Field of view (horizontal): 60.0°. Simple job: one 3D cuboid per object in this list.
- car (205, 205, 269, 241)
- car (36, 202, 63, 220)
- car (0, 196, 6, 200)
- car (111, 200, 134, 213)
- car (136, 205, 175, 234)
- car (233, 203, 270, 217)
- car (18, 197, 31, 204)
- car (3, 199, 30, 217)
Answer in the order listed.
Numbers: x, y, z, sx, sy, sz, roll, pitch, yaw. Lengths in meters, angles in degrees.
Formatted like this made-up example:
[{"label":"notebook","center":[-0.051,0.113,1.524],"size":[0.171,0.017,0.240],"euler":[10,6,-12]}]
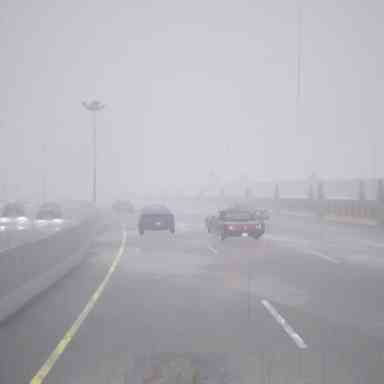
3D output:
[{"label":"car","center":[1.941,1.573,16.670],"size":[1.895,1.301,4.718],"euler":[0,0,-9]},{"label":"car","center":[-12.335,1.618,29.039],"size":[1.994,1.385,4.181],"euler":[0,0,-19]},{"label":"car","center":[-38.896,1.523,67.621],"size":[1.882,1.535,5.008],"euler":[-1,0,-35]},{"label":"car","center":[-7.816,1.573,37.266],"size":[1.994,1.385,4.181],"euler":[0,0,-23]},{"label":"car","center":[-2.220,1.471,19.542],"size":[1.882,1.535,5.008],"euler":[0,0,-11]},{"label":"car","center":[3.808,1.495,24.692],"size":[2.033,1.411,5.357],"euler":[0,0,-14]},{"label":"car","center":[-32.867,1.638,65.053],"size":[1.882,1.535,5.008],"euler":[-1,0,-35]},{"label":"car","center":[-17.607,1.695,33.187],"size":[1.895,1.301,4.718],"euler":[0,0,-23]}]
